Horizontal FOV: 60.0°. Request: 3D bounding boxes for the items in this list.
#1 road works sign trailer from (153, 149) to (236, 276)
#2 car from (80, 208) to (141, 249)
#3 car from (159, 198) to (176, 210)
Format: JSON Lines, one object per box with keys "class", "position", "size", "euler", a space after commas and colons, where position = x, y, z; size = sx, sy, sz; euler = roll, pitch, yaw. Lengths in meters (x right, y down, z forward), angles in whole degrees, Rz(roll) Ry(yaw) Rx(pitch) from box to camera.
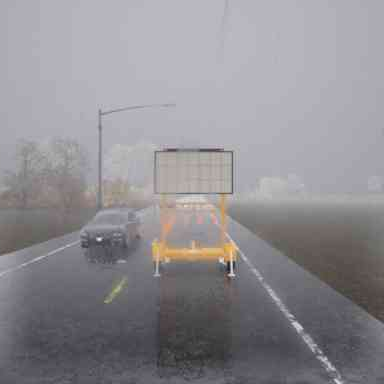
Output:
{"class": "road works sign trailer", "position": [0.057, 0.469, 10.302], "size": [2.380, 3.560, 2.880], "euler": [0, 0, -1]}
{"class": "car", "position": [-3.432, 1.511, 14.766], "size": [1.837, 1.490, 4.892], "euler": [0, 0, 0]}
{"class": "car", "position": [-3.183, 1.503, 43.490], "size": [1.882, 1.535, 5.008], "euler": [0, 0, 1]}
